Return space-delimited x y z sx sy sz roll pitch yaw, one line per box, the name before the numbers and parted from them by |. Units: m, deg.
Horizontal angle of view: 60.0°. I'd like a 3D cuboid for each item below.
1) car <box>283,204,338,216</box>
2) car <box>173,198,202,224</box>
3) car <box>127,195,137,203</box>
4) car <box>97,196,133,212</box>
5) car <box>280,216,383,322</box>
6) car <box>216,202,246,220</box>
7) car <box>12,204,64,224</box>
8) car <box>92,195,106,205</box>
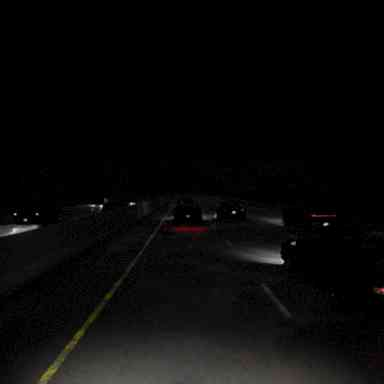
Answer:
car | 6.789 1.438 19.446 2.128 1.511 4.902 0 0 -1
car | -0.335 1.412 23.940 1.882 1.535 5.008 0 0 -2
car | -12.127 1.305 65.565 1.882 1.535 5.008 0 0 -2
car | -7.826 1.454 34.271 2.033 1.411 5.357 0 0 -2
car | 3.549 1.527 7.479 2.033 1.411 5.357 0 0 -1
car | 3.081 1.490 26.980 1.994 1.385 4.181 0 0 -2
car | -11.040 1.535 24.163 1.895 1.301 4.718 0 0 -2
car | -15.394 1.354 55.861 1.837 1.490 4.892 0 1 -1
